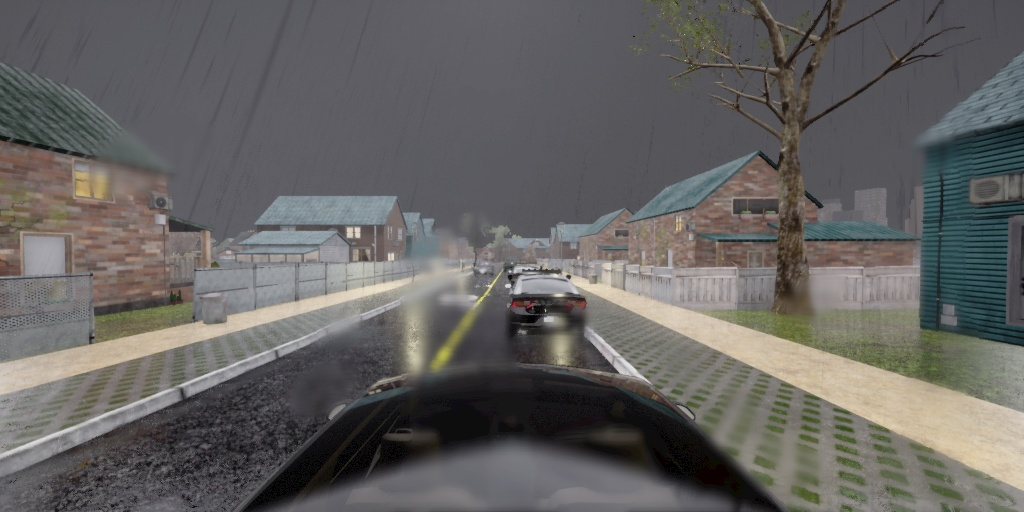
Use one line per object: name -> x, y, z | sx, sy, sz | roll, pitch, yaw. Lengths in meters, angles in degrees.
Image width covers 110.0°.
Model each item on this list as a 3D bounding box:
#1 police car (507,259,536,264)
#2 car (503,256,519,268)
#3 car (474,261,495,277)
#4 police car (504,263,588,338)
police car -> 0.830, 1.182, 20.282 | 1.930, 1.638, 5.238 | 0, 0, 0
car -> 0.033, 1.027, 46.927 | 2.150, 2.045, 5.566 | 0, 0, 0
car -> -2.740, 1.271, 35.915 | 2.128, 1.511, 4.902 | 0, 0, 0
police car -> 0.827, 1.175, 10.279 | 1.930, 1.638, 5.238 | 0, 0, 0
